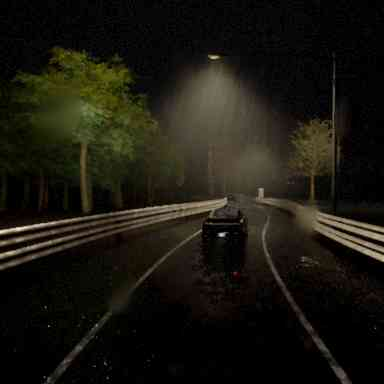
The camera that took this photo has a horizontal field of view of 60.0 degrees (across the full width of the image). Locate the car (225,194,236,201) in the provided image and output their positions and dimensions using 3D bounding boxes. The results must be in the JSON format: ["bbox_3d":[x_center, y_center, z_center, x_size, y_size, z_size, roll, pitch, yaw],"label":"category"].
[{"bbox_3d":[8.826,1.303,78.453,2.097,1.767,4.553,0,0,-5],"label":"car"}]

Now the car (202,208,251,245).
[{"bbox_3d":[1.674,1.497,15.688,2.128,1.511,4.902,0,0,11],"label":"car"}]
